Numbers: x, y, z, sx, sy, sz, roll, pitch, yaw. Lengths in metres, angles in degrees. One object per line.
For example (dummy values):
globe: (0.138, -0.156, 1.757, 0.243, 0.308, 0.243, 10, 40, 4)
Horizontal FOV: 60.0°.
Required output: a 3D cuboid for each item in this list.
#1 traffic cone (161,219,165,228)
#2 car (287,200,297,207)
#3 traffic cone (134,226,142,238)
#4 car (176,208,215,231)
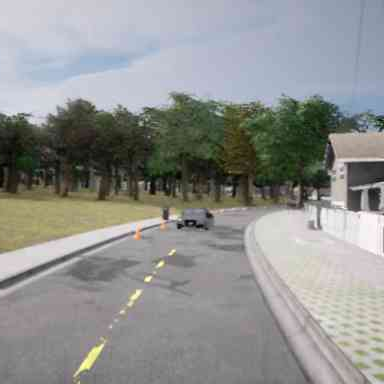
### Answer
traffic cone: (-1.889, 2.087, 21.876, 0.340, 0.580, 0.340, 0, -1, 11)
car: (20.869, 2.387, 68.314, 1.882, 1.535, 5.008, 0, -1, 30)
traffic cone: (-2.741, 2.027, 16.835, 0.340, 0.580, 0.340, 0, -1, 8)
car: (0.300, 1.714, 21.759, 1.994, 1.385, 4.181, 0, -1, 12)
